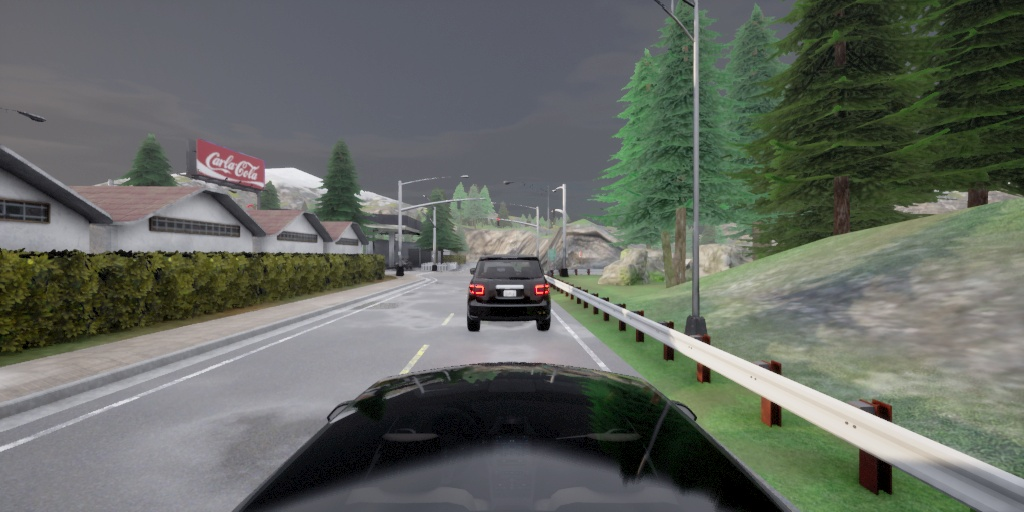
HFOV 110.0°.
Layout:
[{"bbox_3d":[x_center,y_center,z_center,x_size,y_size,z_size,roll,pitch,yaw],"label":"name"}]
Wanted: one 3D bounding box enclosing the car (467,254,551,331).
[{"bbox_3d":[-0.141,0.966,11.080,2.150,2.045,5.566,0,0,-2],"label":"car"}]
